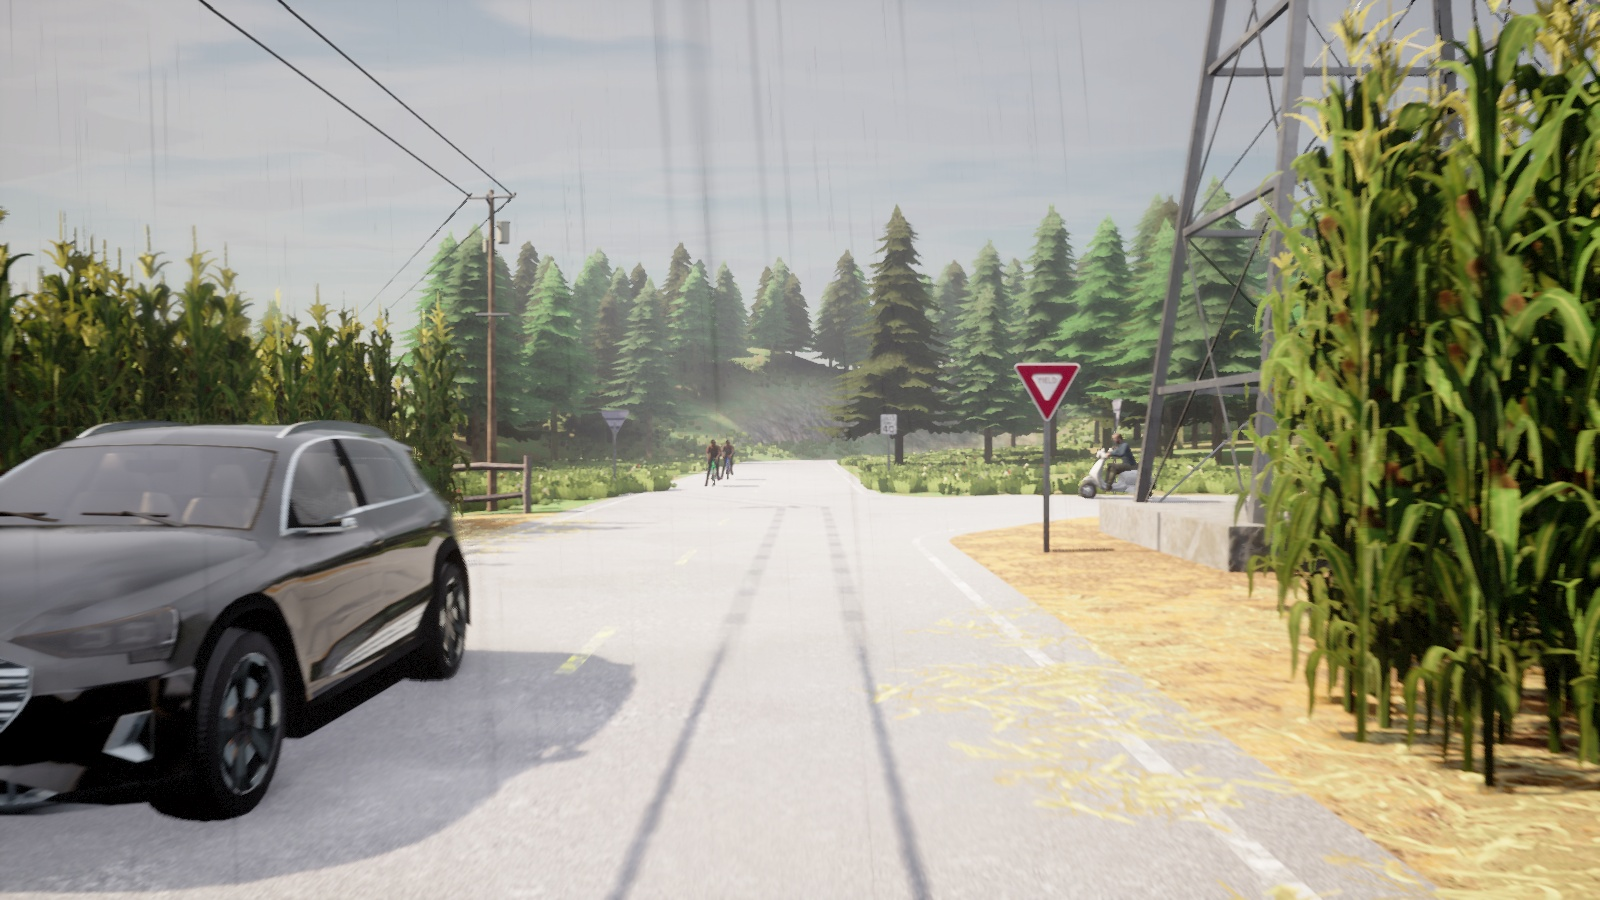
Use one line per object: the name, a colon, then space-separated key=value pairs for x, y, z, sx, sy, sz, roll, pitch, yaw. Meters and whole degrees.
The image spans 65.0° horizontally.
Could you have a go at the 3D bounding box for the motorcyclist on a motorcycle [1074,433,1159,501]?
motorcyclist on a motorcycle: x=7.503 y=0.398 z=29.851 sx=1.817 sy=1.590 sz=0.866 roll=0 pitch=0 yaw=1

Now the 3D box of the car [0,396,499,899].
car: x=-3.149 y=0.638 z=6.418 sx=2.033 sy=1.649 sz=4.856 roll=0 pitch=0 yaw=0
